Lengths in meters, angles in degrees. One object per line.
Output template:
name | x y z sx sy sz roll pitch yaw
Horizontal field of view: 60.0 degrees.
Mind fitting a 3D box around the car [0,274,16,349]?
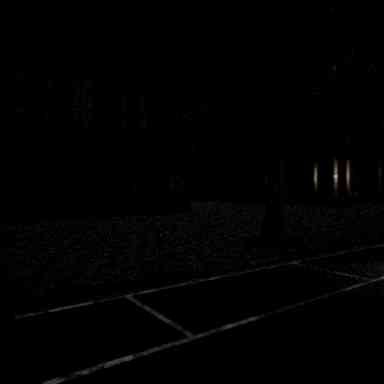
car | -4.373 1.557 3.537 4.403 1.369 2.008 0 0 -35
